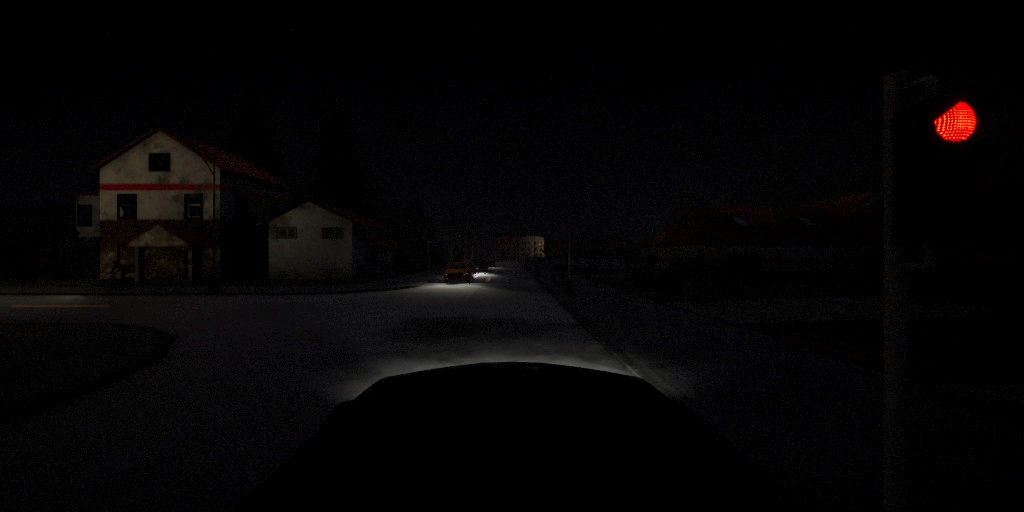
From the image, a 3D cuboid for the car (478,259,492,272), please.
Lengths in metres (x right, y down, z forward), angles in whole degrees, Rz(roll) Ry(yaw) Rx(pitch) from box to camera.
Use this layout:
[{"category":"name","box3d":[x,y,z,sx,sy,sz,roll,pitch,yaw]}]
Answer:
[{"category":"car","box3d":[-4.083,1.239,44.631,2.128,1.511,4.902,0,0,0]}]

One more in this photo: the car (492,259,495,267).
[{"category":"car","box3d":[-4.000,1.223,64.358,1.882,1.535,5.008,0,0,0]}]

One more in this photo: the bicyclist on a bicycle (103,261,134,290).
[{"category":"bicyclist on a bicycle","box3d":[-22.538,1.098,20.572,0.582,1.620,1.656,0,0,0]}]

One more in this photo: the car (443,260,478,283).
[{"category":"car","box3d":[-4.093,1.226,28.140,1.882,1.535,5.008,0,0,0]}]
